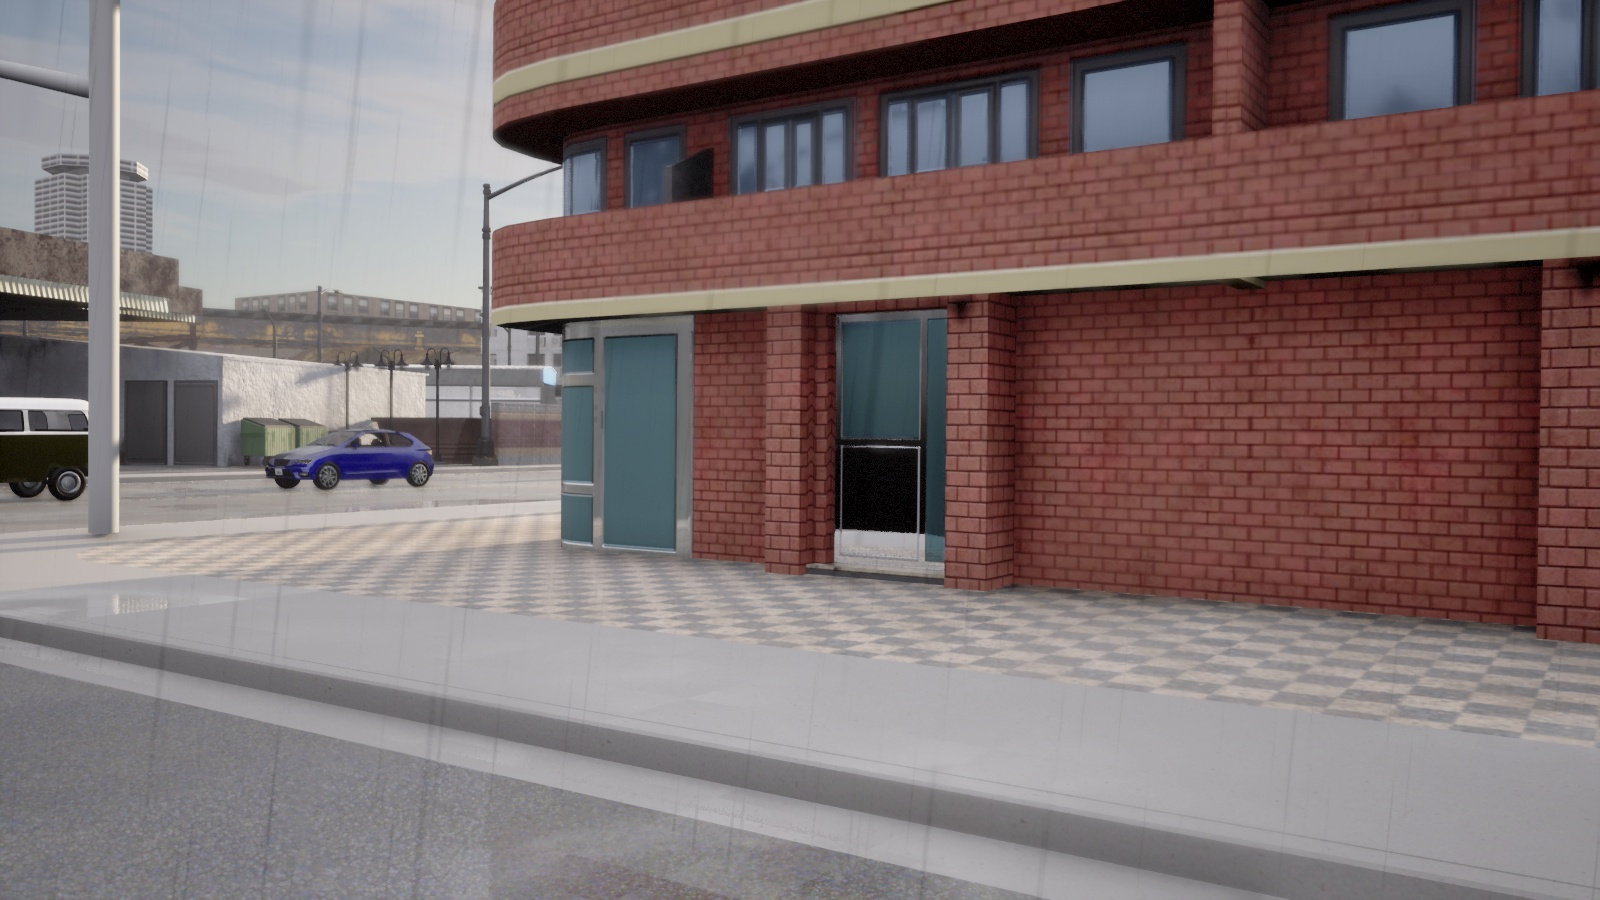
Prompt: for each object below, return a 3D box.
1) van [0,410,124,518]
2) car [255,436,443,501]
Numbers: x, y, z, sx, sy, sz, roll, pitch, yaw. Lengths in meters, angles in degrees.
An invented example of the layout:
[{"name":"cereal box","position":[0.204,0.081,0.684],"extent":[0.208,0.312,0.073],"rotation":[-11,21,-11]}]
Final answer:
[{"name":"van","position":[-15.885,0.267,24.286],"extent":[2.069,2.038,4.480],"rotation":[0,1,32]},{"name":"car","position":[-11.221,0.416,31.509],"extent":[1.816,1.474,4.193],"rotation":[0,1,33]}]
